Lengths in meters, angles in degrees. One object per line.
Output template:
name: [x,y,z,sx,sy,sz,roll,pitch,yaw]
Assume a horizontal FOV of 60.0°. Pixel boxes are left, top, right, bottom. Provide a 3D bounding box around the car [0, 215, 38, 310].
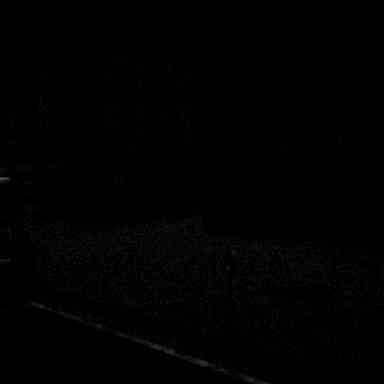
car: [-5.071,1.350,6.579,5.009,1.841,2.192,0,0,36]
